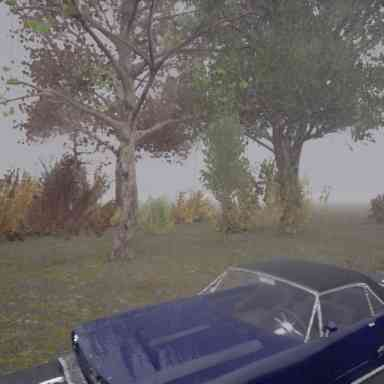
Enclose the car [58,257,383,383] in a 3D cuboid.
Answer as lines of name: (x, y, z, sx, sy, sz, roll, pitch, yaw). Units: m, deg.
car: (0.997, 1.601, 4.017, 4.718, 1.301, 1.895, 0, 0, -35)
